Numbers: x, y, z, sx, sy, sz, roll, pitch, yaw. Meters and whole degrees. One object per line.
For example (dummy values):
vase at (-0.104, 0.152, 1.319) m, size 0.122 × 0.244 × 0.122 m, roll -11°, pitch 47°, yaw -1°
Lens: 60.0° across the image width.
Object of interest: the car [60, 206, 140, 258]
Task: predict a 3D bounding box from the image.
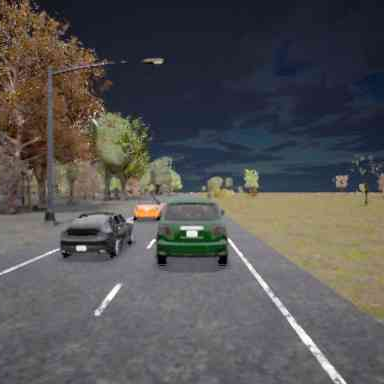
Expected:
car at (-3.463, 1.511, 12.874) m, size 1.837 × 1.490 × 4.892 m, roll 0°, pitch 0°, yaw 0°

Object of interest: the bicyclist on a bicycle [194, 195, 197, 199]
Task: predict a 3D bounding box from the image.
bicyclist on a bicycle at (0.897, 1.480, 89.134) m, size 0.866 × 1.612 × 1.509 m, roll 0°, pitch 0°, yaw 0°

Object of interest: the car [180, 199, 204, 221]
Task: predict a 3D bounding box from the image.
car at (0.033, 1.489, 29.003) m, size 1.882 × 1.535 × 5.008 m, roll 0°, pitch 0°, yaw 0°

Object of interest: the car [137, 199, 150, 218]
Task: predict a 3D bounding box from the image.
car at (-3.474, 1.363, 27.785) m, size 2.097 × 1.767 × 4.553 m, roll 0°, pitch 0°, yaw 0°

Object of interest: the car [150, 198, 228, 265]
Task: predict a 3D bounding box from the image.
car at (0.028, 1.228, 11.805) m, size 2.150 × 2.045 × 5.566 m, roll 0°, pitch 0°, yaw 1°
